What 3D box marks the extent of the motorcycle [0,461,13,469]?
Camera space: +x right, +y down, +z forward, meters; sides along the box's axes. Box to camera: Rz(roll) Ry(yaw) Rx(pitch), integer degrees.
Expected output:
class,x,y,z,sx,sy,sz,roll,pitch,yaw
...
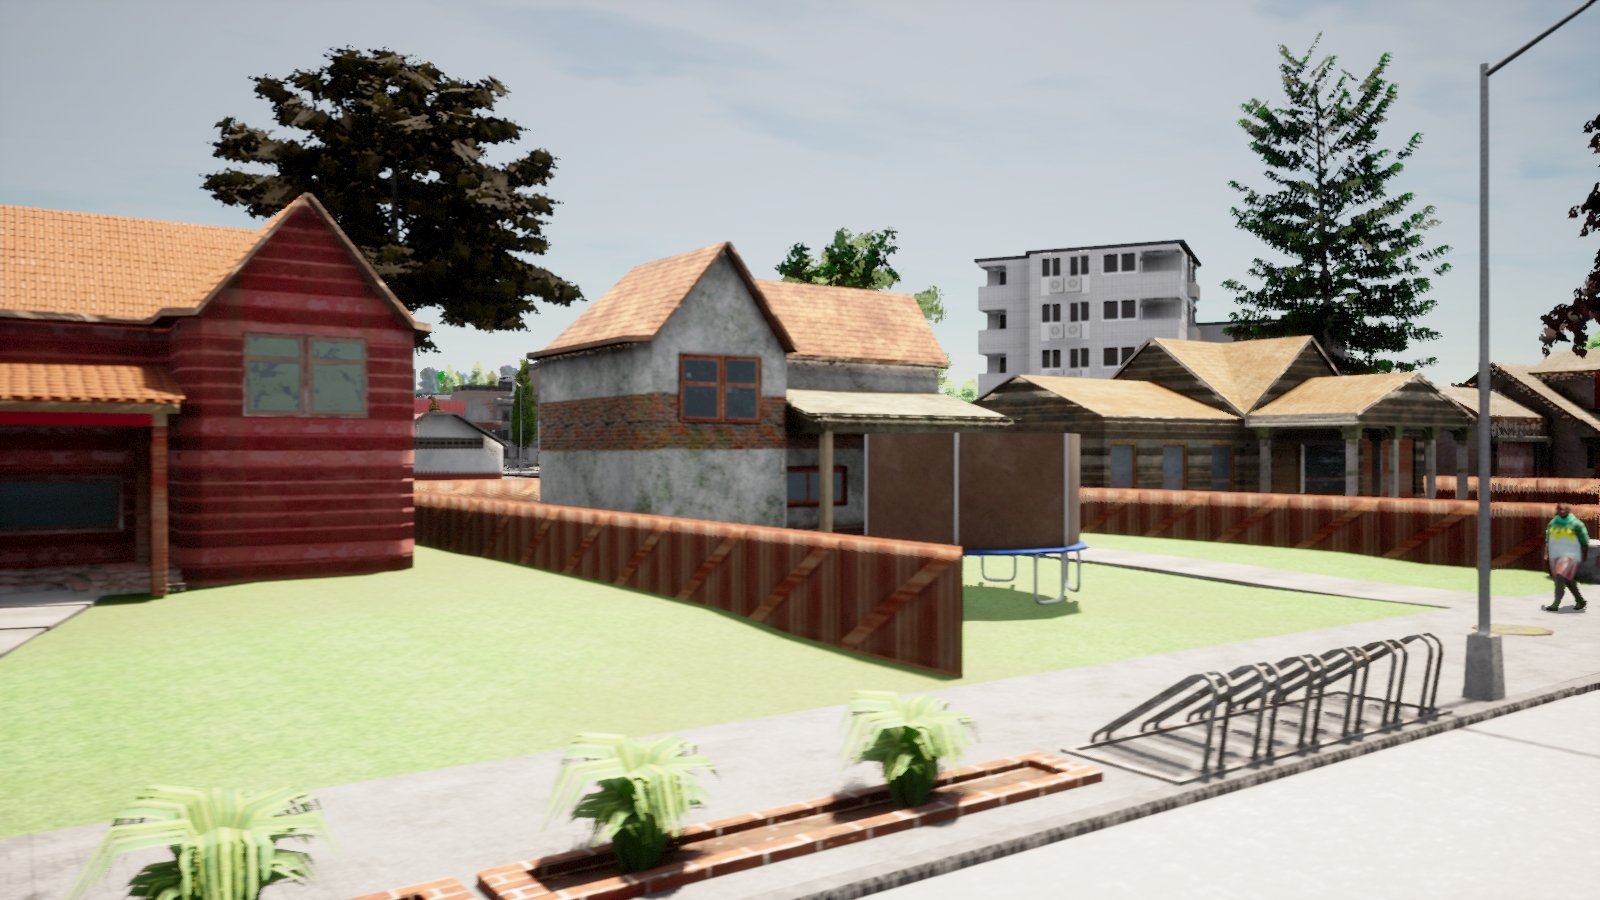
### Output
class,x,y,z,sx,sy,sz,roll,pitch,yaw
motorcycle,-116.339,2.188,167.051,2.033,1.199,0.803,-2,1,-35

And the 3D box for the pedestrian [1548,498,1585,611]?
class,x,y,z,sx,sy,sz,roll,pitch,yaw
pedestrian,12.856,1.744,19.170,0.375,1.860,0.375,0,0,-26
